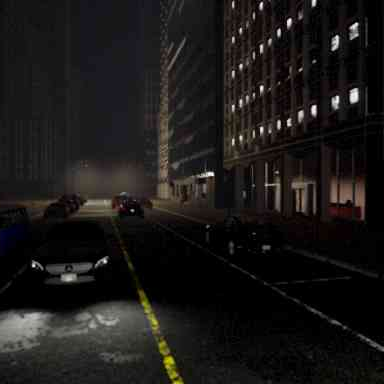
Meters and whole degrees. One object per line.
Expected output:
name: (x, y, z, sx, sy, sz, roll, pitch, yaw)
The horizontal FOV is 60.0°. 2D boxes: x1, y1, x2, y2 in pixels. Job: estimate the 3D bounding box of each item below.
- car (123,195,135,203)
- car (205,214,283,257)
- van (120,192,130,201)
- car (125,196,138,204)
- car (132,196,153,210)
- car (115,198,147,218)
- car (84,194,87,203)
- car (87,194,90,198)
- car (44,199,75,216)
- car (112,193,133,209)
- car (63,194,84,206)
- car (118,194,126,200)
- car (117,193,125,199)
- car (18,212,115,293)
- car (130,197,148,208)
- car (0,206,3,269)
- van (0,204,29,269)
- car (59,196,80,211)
car: (-11.775, 1.274, 61.967, 1.887, 1.381, 4.507, 1, 0, -15)
car: (1.781, 1.516, 12.629, 2.008, 1.369, 4.403, 0, 0, -15)
van: (-14.606, 1.011, 72.281, 1.690, 1.788, 3.998, 1, 0, -15)
car: (-10.269, 1.343, 56.485, 1.802, 1.307, 4.206, 1, 0, -15)
car: (-5.794, 1.371, 40.202, 1.752, 1.417, 4.829, 1, 0, -15)
car: (-5.307, 1.458, 28.556, 1.994, 1.385, 4.181, 0, 0, -15)
car: (-16.845, 1.221, 48.793, 1.967, 1.590, 4.097, 1, 0, -15)
car: (-19.858, 1.160, 59.759, 1.967, 1.590, 4.097, 1, 0, -15)
car: (-10.821, 1.470, 26.863, 1.802, 1.307, 4.206, 0, 0, -15)
car: (-9.236, 1.180, 42.863, 2.097, 1.767, 4.553, 0, 0, -15)
car: (-13.831, 1.152, 37.827, 2.192, 1.841, 5.009, 1, 0, -15)
car: (-17.425, 1.190, 82.531, 1.802, 1.307, 4.206, 1, 0, -15)
car: (-18.877, 1.099, 87.817, 1.752, 1.417, 4.829, 1, 0, -15)
car: (-3.150, 1.492, 9.078, 1.812, 1.442, 4.674, 0, 0, -15)
car: (-7.256, 1.386, 45.521, 1.947, 1.339, 4.313, 1, 0, -15)
car: (-4.793, 1.291, 4.932, 2.192, 1.841, 5.009, 0, 0, -15)
van: (-6.300, 1.296, 10.414, 1.690, 1.788, 3.998, 0, 0, -15)
car: (-12.327, 1.408, 32.345, 1.887, 1.381, 4.507, 0, 0, -15)
